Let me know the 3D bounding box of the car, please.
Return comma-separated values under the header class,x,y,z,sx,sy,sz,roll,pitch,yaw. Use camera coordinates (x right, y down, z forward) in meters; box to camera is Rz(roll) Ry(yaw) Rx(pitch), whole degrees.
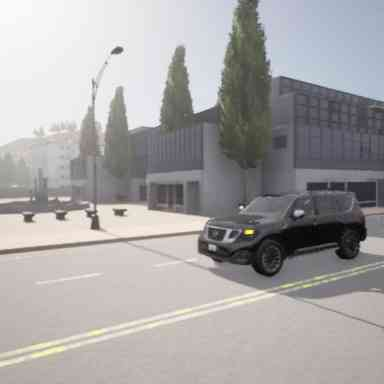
class,x,y,z,sx,sy,sz,roll,pitch,yaw
car,2.856,1.000,9.882,5.566,2.045,2.150,-1,1,-32
